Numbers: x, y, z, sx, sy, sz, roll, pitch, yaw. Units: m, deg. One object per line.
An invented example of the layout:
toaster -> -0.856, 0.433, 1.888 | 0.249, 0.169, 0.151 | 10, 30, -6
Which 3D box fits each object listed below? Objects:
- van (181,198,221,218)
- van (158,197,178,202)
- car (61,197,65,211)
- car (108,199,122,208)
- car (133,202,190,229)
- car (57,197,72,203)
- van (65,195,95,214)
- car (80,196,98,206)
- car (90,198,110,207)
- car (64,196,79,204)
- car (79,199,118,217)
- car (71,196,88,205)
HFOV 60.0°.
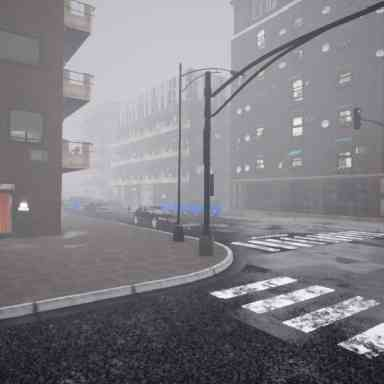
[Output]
van -> 0.938, 1.439, 30.710 | 1.690, 1.788, 3.998 | 1, -1, -35
van -> -2.239, 1.450, 35.315 | 1.690, 1.788, 3.998 | 1, -1, -35
car -> -15.080, 1.581, 40.048 | 2.008, 1.369, 4.403 | 1, -1, -35
car -> -11.771, 1.683, 49.128 | 1.887, 1.381, 4.507 | 1, -1, -35
car -> -2.373, 1.540, 21.629 | 2.008, 1.369, 4.403 | 1, -1, -35
car -> -27.655, 1.727, 72.152 | 1.887, 1.381, 4.507 | 1, -1, -35
van -> -11.902, 1.361, 35.445 | 1.690, 1.788, 3.998 | 1, -1, -35
car -> -18.124, 1.597, 58.338 | 1.967, 1.590, 4.097 | 1, -1, -35
car -> -14.948, 1.730, 53.732 | 1.802, 1.307, 4.206 | 1, -1, -35
car -> -24.477, 1.614, 67.548 | 1.967, 1.590, 4.097 | 1, -1, -35
car -> -8.727, 1.592, 30.839 | 1.802, 1.307, 4.206 | 1, -1, -35
car -> -21.301, 1.606, 62.943 | 1.967, 1.590, 4.097 | 1, -1, -35
